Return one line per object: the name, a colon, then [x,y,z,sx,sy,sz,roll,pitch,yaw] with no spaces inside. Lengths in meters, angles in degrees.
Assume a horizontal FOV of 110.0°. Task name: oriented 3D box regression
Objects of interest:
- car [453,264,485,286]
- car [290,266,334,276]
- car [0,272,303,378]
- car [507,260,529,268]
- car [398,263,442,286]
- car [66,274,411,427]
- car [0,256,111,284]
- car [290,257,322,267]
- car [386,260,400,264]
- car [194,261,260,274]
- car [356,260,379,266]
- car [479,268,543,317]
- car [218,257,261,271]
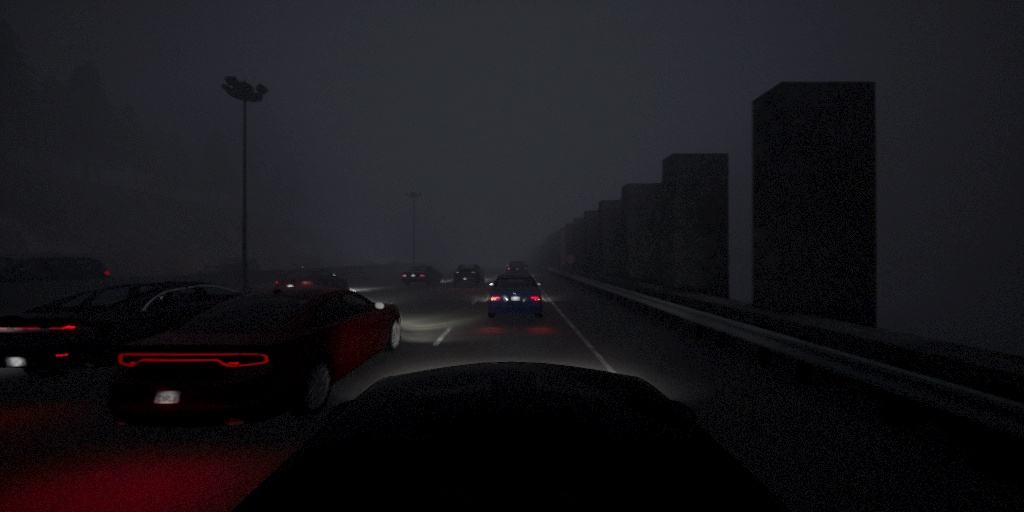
car: [-3.147,1.353,26.819,2.128,1.511,4.902,0,0,1]
car: [-10.311,1.389,18.666,1.994,1.385,4.181,0,0,1]
car: [-6.898,1.267,7.417,2.128,1.511,4.902,0,0,0]
car: [0.551,1.248,35.273,2.097,1.767,4.553,0,0,1]
car: [-6.652,1.408,26.893,2.033,1.411,5.357,0,0,1]
car: [-3.399,1.247,6.012,1.882,1.535,5.008,0,0,0]
car: [-21.064,1.034,15.489,2.150,2.045,5.566,0,0,1]
car: [-30.845,1.201,53.877,2.150,2.045,5.566,0,0,1]
car: [-20.371,1.506,61.269,2.128,1.511,4.902,0,0,0]
car: [-24.240,1.382,30.333,1.837,1.490,4.892,0,-1,2]
car: [-23.800,1.532,60.082,1.812,1.442,4.674,0,0,0]
car: [0.121,1.349,13.386,2.033,1.411,5.357,0,0,0]
car: [-27.650,1.123,35.524,2.150,2.045,5.566,0,-1,1]
